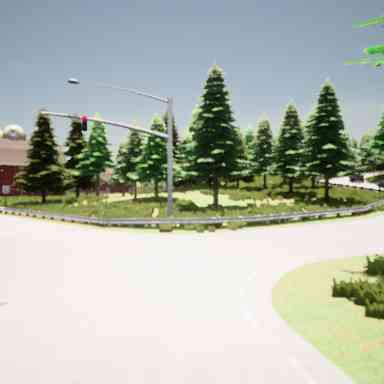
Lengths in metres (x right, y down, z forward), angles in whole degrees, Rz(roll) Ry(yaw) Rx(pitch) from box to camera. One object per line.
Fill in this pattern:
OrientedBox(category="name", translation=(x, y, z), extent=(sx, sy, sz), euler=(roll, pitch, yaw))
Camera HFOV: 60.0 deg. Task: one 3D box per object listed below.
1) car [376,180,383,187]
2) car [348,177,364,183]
OrientedBox(category="car", translation=(24.918, -1.083, 41.441), extent=(1.994, 1.385, 4.181), euler=(0, 5, -2))
OrientedBox(category="car", translation=(26.585, -2.354, 53.963), extent=(1.837, 1.490, 4.892), euler=(0, 4, 18))
